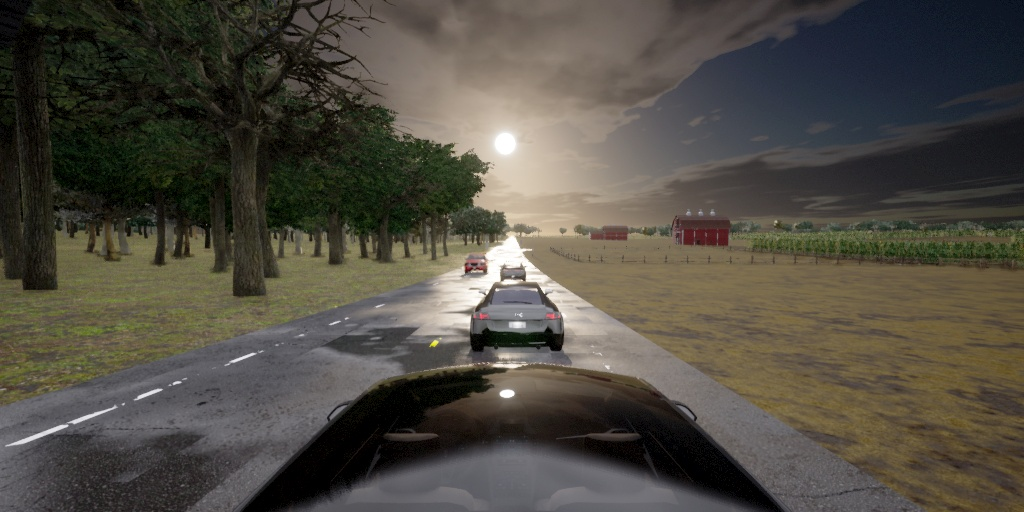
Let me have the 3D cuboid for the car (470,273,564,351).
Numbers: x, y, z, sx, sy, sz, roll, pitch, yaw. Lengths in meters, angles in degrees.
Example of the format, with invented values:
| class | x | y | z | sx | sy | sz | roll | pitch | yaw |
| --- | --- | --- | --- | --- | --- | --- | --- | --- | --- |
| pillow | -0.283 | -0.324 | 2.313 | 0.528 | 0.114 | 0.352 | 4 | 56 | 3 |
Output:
| class | x | y | z | sx | sy | sz | roll | pitch | yaw |
| --- | --- | --- | --- | --- | --- | --- | --- | --- | --- |
| car | 0.093 | 1.307 | 8.972 | 1.994 | 1.385 | 4.181 | 0 | 0 | 0 |

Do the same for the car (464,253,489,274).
| class | x | y | z | sx | sy | sz | roll | pitch | yaw |
| --- | --- | --- | --- | --- | --- | --- | --- | --- | --- |
| car | -3.634 | 0.748 | 37.308 | 2.150 | 2.045 | 5.566 | 0 | 1 | 0 |

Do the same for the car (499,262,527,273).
| class | x | y | z | sx | sy | sz | roll | pitch | yaw |
| --- | --- | --- | --- | --- | --- | --- | --- | --- | --- |
| car | 0.074 | 1.165 | 26.659 | 2.128 | 1.511 | 4.902 | 0 | 1 | 0 |
